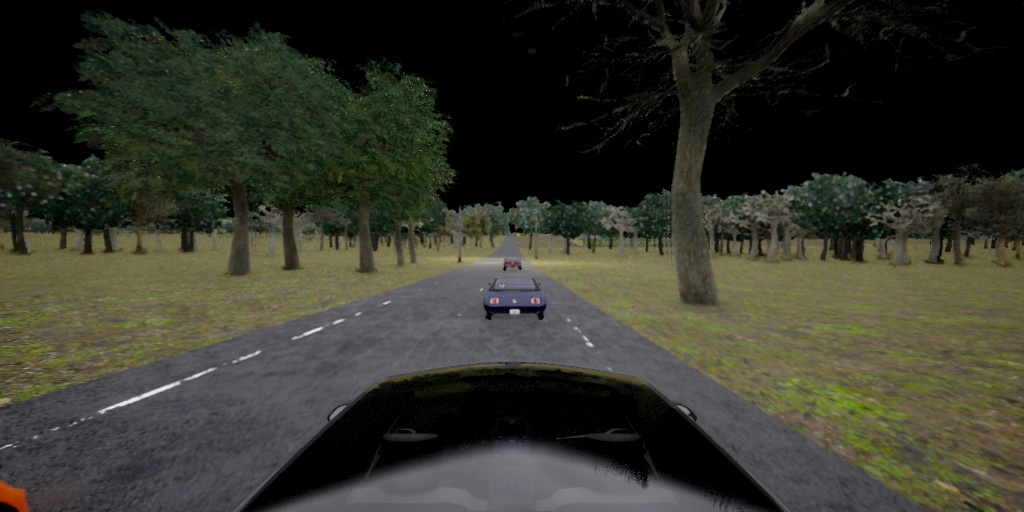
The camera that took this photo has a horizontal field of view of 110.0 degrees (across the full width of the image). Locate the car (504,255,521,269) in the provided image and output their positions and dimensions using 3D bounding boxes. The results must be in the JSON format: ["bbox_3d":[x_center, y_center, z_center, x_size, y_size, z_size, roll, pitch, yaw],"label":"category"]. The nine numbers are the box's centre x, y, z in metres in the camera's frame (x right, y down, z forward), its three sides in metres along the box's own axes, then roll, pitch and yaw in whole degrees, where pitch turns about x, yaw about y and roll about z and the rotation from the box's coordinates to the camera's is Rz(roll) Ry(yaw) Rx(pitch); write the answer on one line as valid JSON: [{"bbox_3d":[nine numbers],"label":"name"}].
[{"bbox_3d":[0.075,0.713,44.324,2.097,1.767,4.553,0,1,0],"label":"car"}]

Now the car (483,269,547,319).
[{"bbox_3d":[0.089,1.331,12.716,1.895,1.301,4.718,0,0,0],"label":"car"}]
